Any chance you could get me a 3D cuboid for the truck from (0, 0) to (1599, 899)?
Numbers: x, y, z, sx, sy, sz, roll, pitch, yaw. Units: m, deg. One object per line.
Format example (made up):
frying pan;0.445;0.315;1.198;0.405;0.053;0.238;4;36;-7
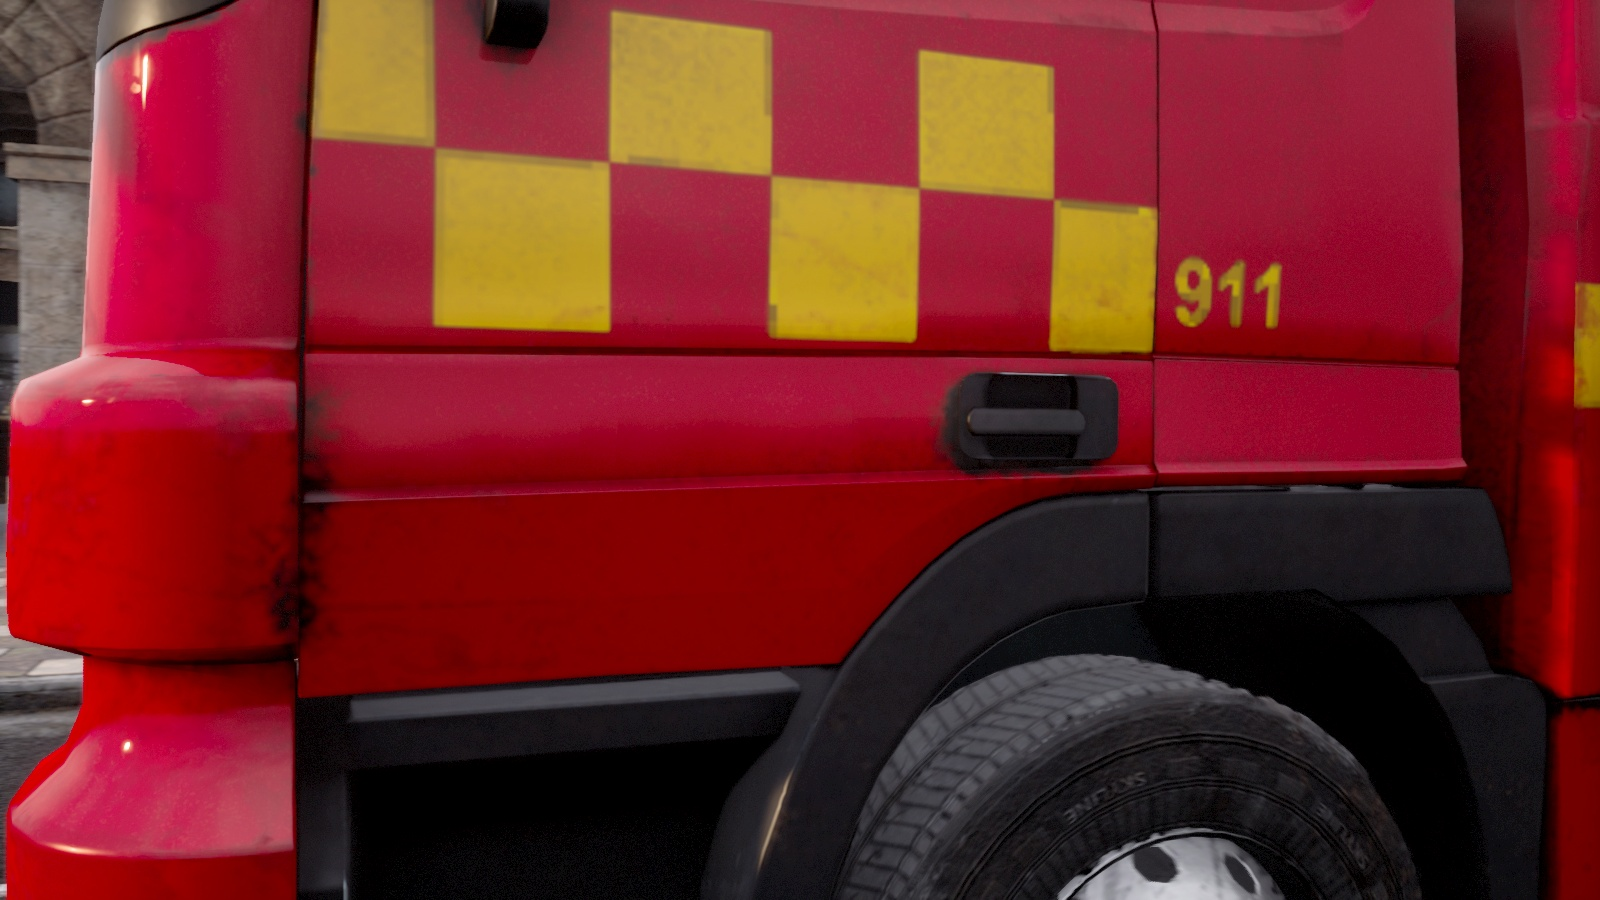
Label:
truck;2.290;-0.464;4.071;8.468;3.827;2.891;-1;1;-21
